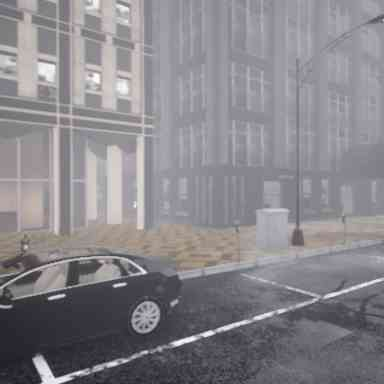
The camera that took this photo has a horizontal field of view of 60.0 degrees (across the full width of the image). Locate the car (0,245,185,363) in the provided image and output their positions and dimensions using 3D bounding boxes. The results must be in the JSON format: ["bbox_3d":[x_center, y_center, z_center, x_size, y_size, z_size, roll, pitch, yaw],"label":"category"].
[{"bbox_3d":[-2.182,1.552,5.007,4.403,1.369,2.008,0,0,-35],"label":"car"}]
